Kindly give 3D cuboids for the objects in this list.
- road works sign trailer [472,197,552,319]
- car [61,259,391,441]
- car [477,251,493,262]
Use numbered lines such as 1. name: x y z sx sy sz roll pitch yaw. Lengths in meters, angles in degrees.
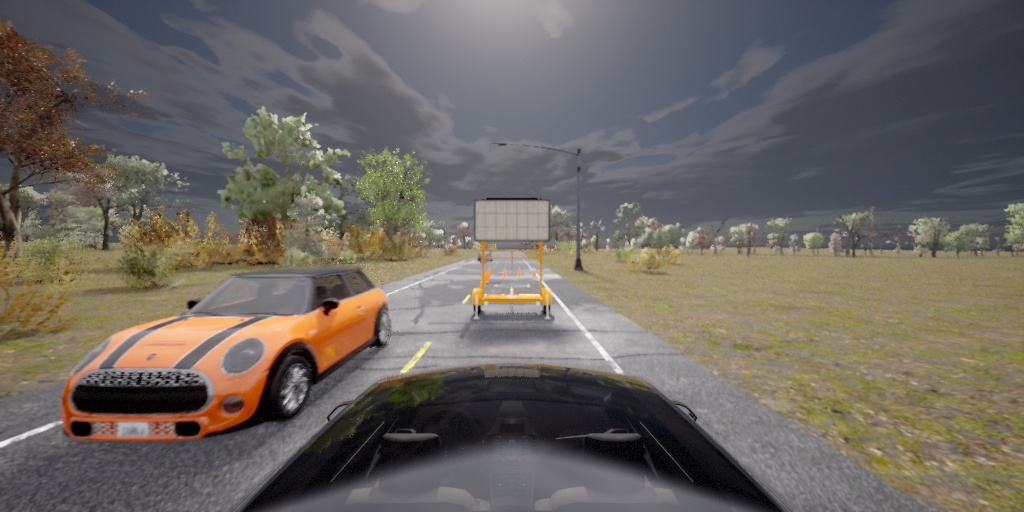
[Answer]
1. road works sign trailer: -0.001 -0.059 11.487 2.380 3.560 2.880 0 0 0
2. car: -3.598 0.992 5.631 2.097 1.767 4.553 0 2 0
3. car: -3.575 -0.007 48.105 1.812 1.442 4.674 0 1 0
